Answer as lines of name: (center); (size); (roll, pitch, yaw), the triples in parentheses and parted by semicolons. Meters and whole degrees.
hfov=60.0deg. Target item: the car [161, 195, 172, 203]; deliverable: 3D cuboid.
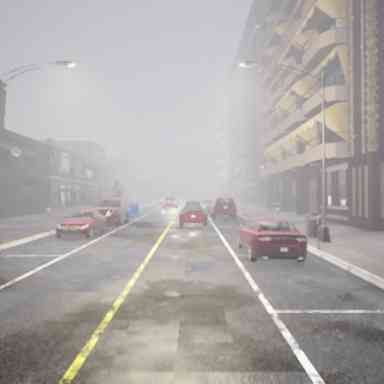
car: (-5.653, 1.542, 74.464); (1.967, 1.590, 4.097); (1, 0, 0)

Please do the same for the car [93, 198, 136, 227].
car: (-5.662, 1.343, 23.284); (2.192, 1.841, 5.009); (1, 0, 0)

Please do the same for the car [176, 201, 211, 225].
car: (0.094, 1.593, 24.256); (1.994, 1.385, 4.181); (0, 0, 0)

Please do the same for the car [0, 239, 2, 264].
car: (-5.673, 1.323, 6.223); (2.192, 1.841, 5.009); (1, 0, 0)

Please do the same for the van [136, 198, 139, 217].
van: (-5.647, 1.376, 28.971); (1.690, 1.788, 3.998); (1, 0, 0)

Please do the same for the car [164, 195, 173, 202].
car: (-5.654, 1.552, 80.152); (1.967, 1.590, 4.097); (1, 0, 0)

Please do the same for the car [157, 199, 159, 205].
car: (-5.653, 1.609, 62.922); (1.752, 1.417, 4.829); (1, 0, 0)

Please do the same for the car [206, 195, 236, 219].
car: (2.703, 1.350, 29.032); (2.192, 1.841, 5.009); (1, 0, 0)

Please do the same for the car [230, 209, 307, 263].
car: (2.702, 1.559, 11.972); (1.887, 1.381, 4.507); (1, 0, 0)

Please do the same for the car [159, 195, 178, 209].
car: (-3.011, 1.408, 46.177); (2.097, 1.767, 4.553); (0, 0, 0)

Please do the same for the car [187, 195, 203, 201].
car: (0.091, 1.531, 42.620); (1.882, 1.535, 5.008); (0, 0, 0)

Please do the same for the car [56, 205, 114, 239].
car: (-5.687, 1.603, 17.597); (1.802, 1.307, 4.206); (1, 0, 0)

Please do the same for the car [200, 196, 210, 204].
car: (2.693, 1.618, 69.008); (1.752, 1.417, 4.829); (1, 0, 0)

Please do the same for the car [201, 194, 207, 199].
car: (2.694, 1.634, 63.151); (2.008, 1.369, 4.403); (1, 0, 0)

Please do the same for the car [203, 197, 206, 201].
car: (2.697, 1.616, 40.406); (1.947, 1.339, 4.313); (1, 0, 0)

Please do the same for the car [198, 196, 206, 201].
car: (2.689, 1.698, 91.584); (1.947, 1.339, 4.313); (1, 0, 0)

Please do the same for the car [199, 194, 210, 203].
car: (2.696, 1.417, 74.525); (2.192, 1.841, 5.009); (1, 0, 0)
